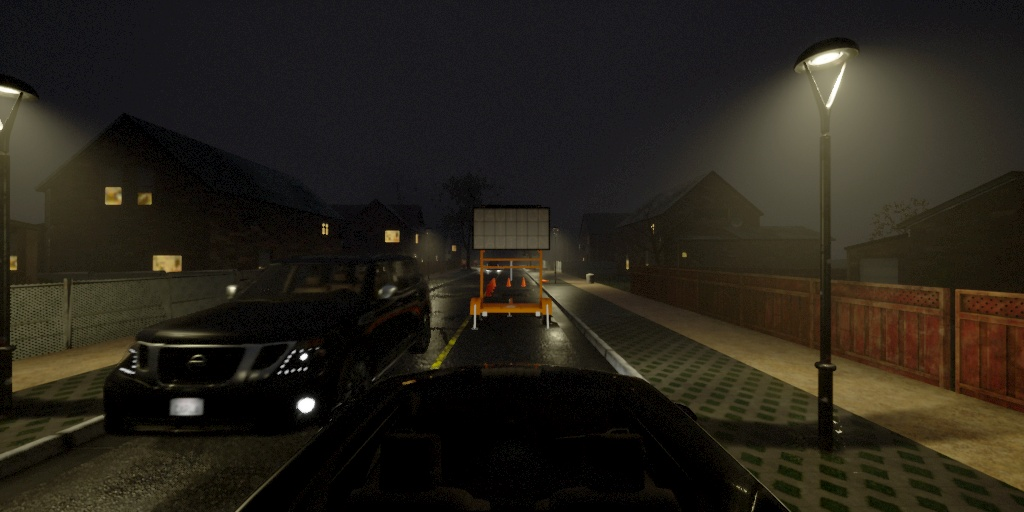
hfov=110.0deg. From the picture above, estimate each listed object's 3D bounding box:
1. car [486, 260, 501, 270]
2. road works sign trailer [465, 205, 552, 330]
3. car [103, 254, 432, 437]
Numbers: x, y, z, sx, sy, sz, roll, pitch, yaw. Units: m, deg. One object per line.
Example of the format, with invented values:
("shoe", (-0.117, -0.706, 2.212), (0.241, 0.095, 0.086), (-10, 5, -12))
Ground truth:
("car", (-2.882, 1.325, 56.251), (2.097, 1.767, 4.553), (0, 0, 0))
("road works sign trailer", (-0.021, 0.221, 11.192), (2.380, 3.560, 2.880), (0, 0, 0))
("car", (-2.858, 0.974, 5.909), (2.150, 2.045, 5.566), (0, 0, 0))
